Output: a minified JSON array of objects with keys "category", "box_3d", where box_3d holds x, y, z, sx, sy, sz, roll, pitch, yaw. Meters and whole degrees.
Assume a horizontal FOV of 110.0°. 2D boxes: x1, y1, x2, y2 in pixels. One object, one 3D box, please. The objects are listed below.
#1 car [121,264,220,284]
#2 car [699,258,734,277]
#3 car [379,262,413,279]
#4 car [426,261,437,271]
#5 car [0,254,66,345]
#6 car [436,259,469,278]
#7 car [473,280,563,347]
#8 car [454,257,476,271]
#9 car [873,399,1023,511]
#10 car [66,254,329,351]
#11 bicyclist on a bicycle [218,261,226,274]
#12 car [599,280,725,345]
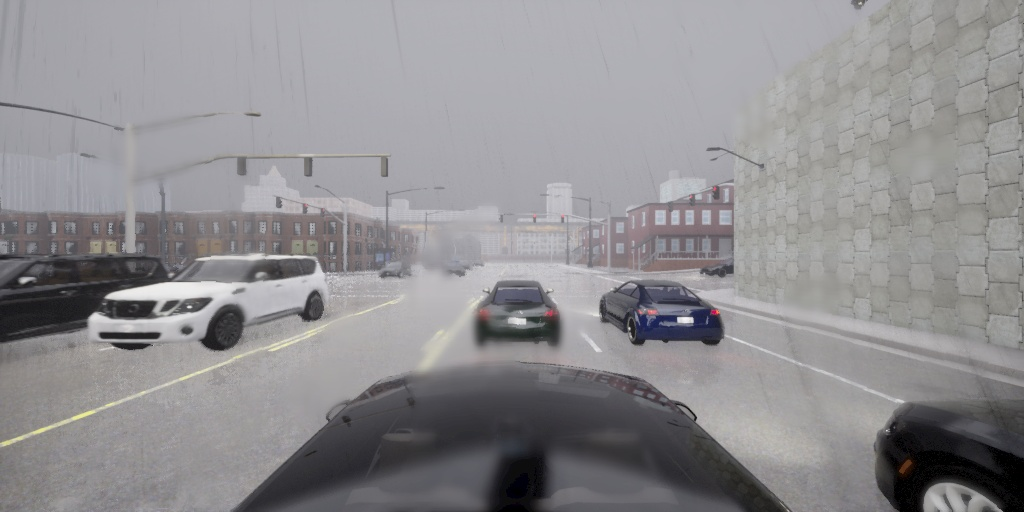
[{"category":"car","box_3d":[-24.901,1.297,26.294,5.357,1.411,2.033,0,0,0]},{"category":"car","box_3d":[18.521,0.855,29.628,5.357,1.411,2.033,-5,0,1]},{"category":"car","box_3d":[-10.250,1.255,32.025,1.837,1.490,4.892,0,0,1]},{"category":"car","box_3d":[-10.063,1.314,47.726,1.994,1.385,4.181,0,0,0]},{"category":"car","box_3d":[-10.533,0.971,7.794,2.150,2.045,5.566,0,0,1]},{"category":"car","box_3d":[-5.780,1.297,34.404,2.033,1.411,5.357,0,0,-16]},{"category":"car","box_3d":[0.160,1.314,9.365,1.994,1.385,4.181,0,0,1]},{"category":"car","box_3d":[-6.543,1.256,49.292,1.837,1.490,4.892,0,0,1]},{"category":"car","box_3d":[3.585,1.255,0.613,1.837,1.490,4.892,0,0,1]},{"category":"car","box_3d":[-7.014,0.971,9.334,2.150,2.045,5.566,0,0,1]},{"category":"bicyclist on a bicycle","box_3d":[-30.407,1.053,37.326,0.582,1.620,1.656,0,0,0]},{"category":"car","box_3d":[3.663,1.314,9.526,1.994,1.385,4.181,0,0,1]}]
